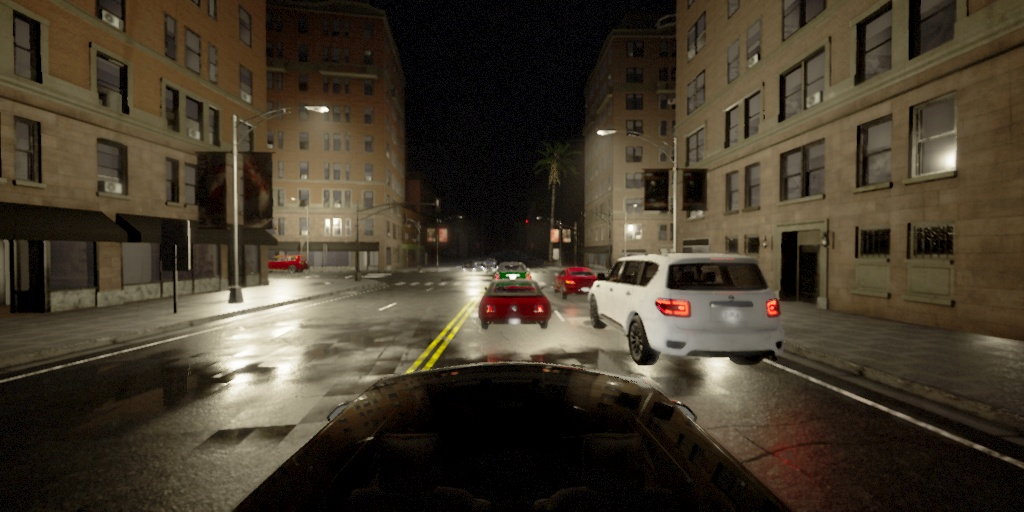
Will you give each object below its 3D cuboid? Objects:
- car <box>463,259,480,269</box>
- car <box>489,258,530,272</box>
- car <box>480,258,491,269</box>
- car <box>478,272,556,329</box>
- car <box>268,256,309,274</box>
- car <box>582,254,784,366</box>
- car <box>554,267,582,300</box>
[{"bbox_3d":[-6.802,1.289,58.303,1.837,1.490,4.892,0,0,0],"label":"car"},{"bbox_3d":[-0.037,1.113,20.201,2.097,1.767,4.553,0,0,-2],"label":"car"},{"bbox_3d":[-3.552,1.138,58.368,2.097,1.767,4.553,0,0,0],"label":"car"},{"bbox_3d":[0.063,1.356,11.208,1.895,1.301,4.718,0,0,0],"label":"car"},{"bbox_3d":[-24.036,0.862,37.456,5.009,1.841,2.192,0,0,-9],"label":"car"},{"bbox_3d":[3.315,0.975,8.129,2.150,2.045,5.566,0,0,0],"label":"car"},{"bbox_3d":[3.189,1.285,17.815,1.812,1.442,4.674,0,0,0],"label":"car"}]
